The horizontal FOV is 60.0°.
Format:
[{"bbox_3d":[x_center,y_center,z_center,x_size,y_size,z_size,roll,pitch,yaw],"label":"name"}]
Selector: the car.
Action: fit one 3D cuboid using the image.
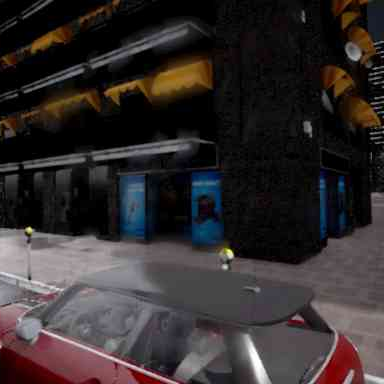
[{"bbox_3d":[-0.579,1.448,3.305,4.097,1.590,1.967,0,-1,36],"label":"car"}]
